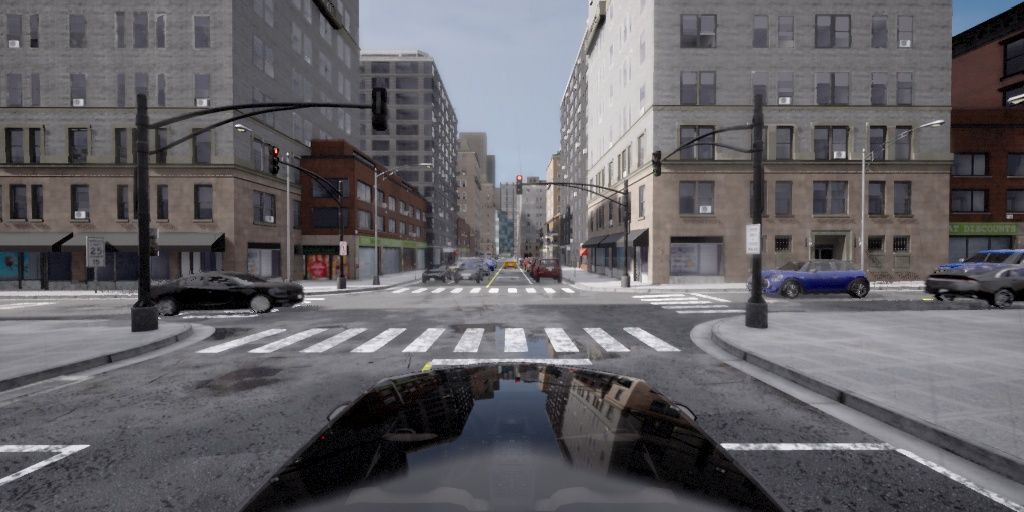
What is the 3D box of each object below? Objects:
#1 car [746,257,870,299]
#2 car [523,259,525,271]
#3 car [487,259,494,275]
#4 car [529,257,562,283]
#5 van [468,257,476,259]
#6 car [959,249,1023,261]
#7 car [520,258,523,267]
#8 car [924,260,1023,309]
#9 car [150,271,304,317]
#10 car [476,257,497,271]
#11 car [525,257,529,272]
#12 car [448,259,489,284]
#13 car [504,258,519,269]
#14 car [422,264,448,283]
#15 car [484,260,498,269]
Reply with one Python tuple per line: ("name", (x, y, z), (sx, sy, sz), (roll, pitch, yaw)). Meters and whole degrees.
("car", (13.402, 0.937, 16.455), (4.553, 1.767, 2.097), (-1, 1, -1))
("car", (2.674, 1.276, 45.105), (1.751, 1.417, 4.829), (0, 0, 0))
("car", (-3.245, 1.300, 37.133), (2.033, 1.411, 5.357), (0, 0, 0))
("car", (2.746, 1.066, 28.178), (2.192, 1.841, 5.009), (0, 0, 0))
("van", (-5.855, 1.092, 44.897), (1.690, 1.789, 3.998), (0, 0, 0))
("car", (22.978, 0.707, 16.563), (5.566, 2.045, 2.150), (-1, 1, 0))
("car", (2.651, 1.064, 50.521), (2.192, 1.841, 5.009), (0, 0, 0))
("car", (18.433, 1.064, 13.330), (4.902, 1.511, 2.128), (-1, 1, 0))
("car", (-10.557, 1.317, 13.394), (5.008, 1.535, 1.882), (-1, 1, -5))
("car", (-3.277, 1.228, 47.064), (1.882, 1.535, 5.008), (0, 0, 0))
("car", (2.722, 1.067, 33.764), (2.192, 1.841, 5.009), (0, 0, 0))
("car", (-3.204, 1.244, 27.311), (2.128, 1.511, 4.902), (0, 0, 0))
("car", (-0.242, 1.225, 57.149), (1.882, 1.535, 5.008), (0, 0, 0))
("car", (-5.780, 1.318, 28.140), (1.948, 1.339, 4.313), (0, 0, 0))
("car", (-3.297, 1.295, 57.445), (2.033, 1.411, 5.357), (0, 0, 0))
